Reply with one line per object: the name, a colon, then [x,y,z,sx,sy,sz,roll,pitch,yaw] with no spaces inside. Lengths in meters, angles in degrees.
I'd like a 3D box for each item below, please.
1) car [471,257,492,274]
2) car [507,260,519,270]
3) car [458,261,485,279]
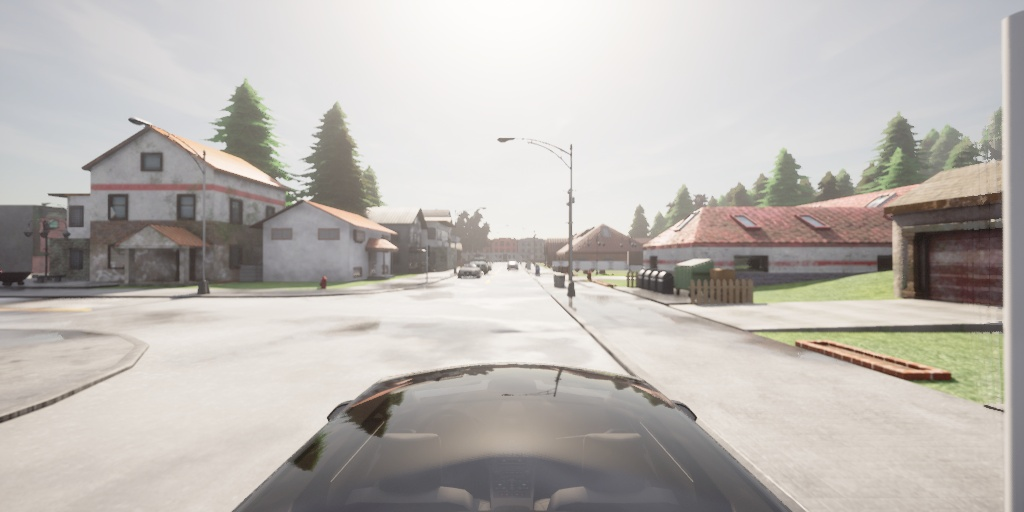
car: [-4.100,1.180,44.370,2.150,2.045,5.566,0,0,0]
car: [0.106,1.574,58.384,2.033,1.411,5.357,0,0,-1]
car: [-4.100,1.478,35.222,1.994,1.385,4.181,0,0,0]
